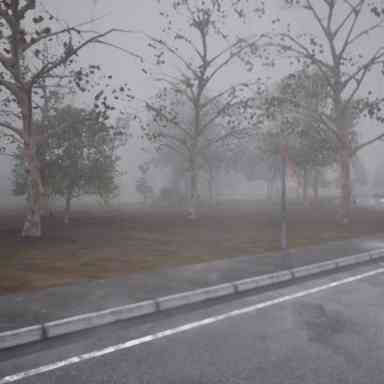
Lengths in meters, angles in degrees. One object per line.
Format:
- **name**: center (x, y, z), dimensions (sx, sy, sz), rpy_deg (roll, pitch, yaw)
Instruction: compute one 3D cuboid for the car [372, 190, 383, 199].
- **car**: center (31.693, 0.326, 54.789), dimensions (5.008, 1.535, 1.882), rpy_deg (-2, 1, -34)
